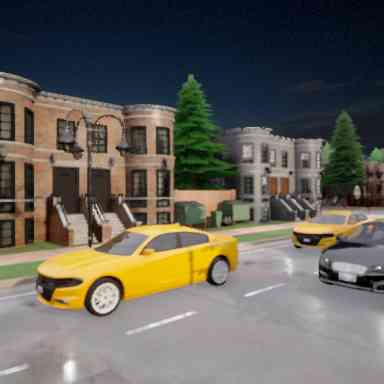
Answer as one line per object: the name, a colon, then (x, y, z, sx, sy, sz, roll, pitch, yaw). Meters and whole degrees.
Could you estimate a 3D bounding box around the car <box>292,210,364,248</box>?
car: (6.216, 1.553, 14.226, 5.008, 1.535, 1.882, 0, -1, -41)

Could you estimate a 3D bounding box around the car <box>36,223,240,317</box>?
car: (-0.991, 1.561, 7.936, 5.008, 1.535, 1.882, 0, -1, -41)

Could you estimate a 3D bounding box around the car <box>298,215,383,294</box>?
car: (5.110, 1.527, 8.619, 4.902, 1.511, 2.128, 0, -1, -41)
